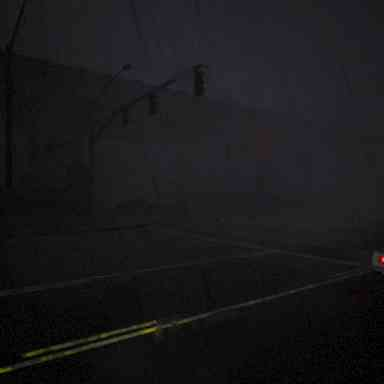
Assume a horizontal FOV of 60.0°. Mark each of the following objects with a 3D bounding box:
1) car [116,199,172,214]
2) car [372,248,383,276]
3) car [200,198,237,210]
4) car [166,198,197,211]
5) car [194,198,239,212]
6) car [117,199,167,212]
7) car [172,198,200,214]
[{"bbox_3d":[-4.833,1.459,32.893,4.974,1.542,2.038,0,0,8],"label":"car"},{"bbox_3d":[6.681,1.606,8.521,4.718,1.301,1.895,0,0,-35],"label":"car"},{"bbox_3d":[2.770,1.306,39.332,4.536,1.218,1.853,0,0,-7],"label":"car"},{"bbox_3d":[-1.073,1.304,35.628,1.853,1.218,4.536,0,0,18],"label":"car"},{"bbox_3d":[2.821,1.464,39.338,4.974,1.542,2.038,0,0,-7],"label":"car"},{"bbox_3d":[-4.885,1.301,32.900,4.536,1.218,1.853,0,0,8],"label":"car"},{"bbox_3d":[-1.089,1.461,35.578,2.038,1.542,4.974,0,0,18],"label":"car"}]
